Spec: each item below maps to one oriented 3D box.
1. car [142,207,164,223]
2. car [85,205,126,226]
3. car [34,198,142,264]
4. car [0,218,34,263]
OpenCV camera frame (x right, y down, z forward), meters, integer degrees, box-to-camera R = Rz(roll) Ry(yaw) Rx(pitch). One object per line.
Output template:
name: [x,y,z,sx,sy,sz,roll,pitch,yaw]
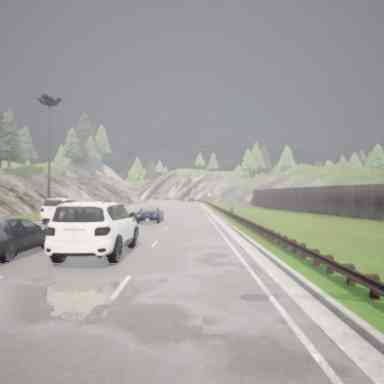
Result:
car: [-3.476,1.906,28.238,1.895,1.301,4.718,0,-1,0]
car: [-6.983,1.845,27.493,2.033,1.411,5.357,0,-1,0]
car: [-3.488,1.362,12.552,2.150,2.045,5.566,0,0,0]
car: [-6.988,1.684,12.504,2.033,1.411,5.357,0,-1,0]
